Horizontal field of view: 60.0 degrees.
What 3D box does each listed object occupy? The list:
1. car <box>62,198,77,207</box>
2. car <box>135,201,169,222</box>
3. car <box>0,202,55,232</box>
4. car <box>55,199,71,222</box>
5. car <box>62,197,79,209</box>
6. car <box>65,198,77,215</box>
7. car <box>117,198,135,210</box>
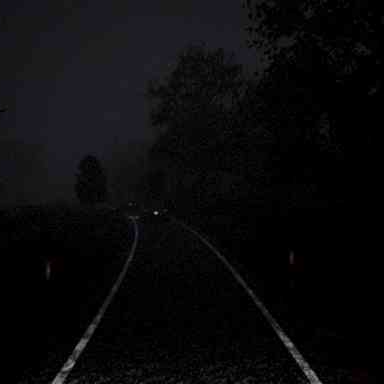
[{"bbox_3d":[-20.345,1.693,55.154,2.002,1.452,4.674,1,0,-23],"label":"car"},{"bbox_3d":[-2.966,1.431,25.205,1.994,1.385,4.181,-1,0,-13],"label":"car"},{"bbox_3d":[-10.814,1.645,21.614,2.097,1.535,5.008,0,0,-9],"label":"car"},{"bbox_3d":[-11.953,1.645,27.838,2.231,1.521,4.892,0,0,-11],"label":"car"},{"bbox_3d":[-18.014,1.632,49.470,2.097,1.535,5.008,-2,0,-18],"label":"car"},{"bbox_3d":[-13.233,1.661,33.403,2.097,1.535,5.008,0,0,-13],"label":"car"},{"bbox_3d":[-7.963,1.387,41.074,1.994,1.385,4.181,-1,1,-21],"label":"car"}]
